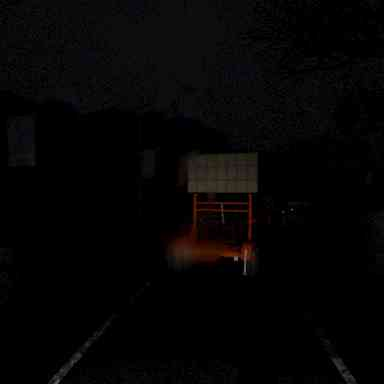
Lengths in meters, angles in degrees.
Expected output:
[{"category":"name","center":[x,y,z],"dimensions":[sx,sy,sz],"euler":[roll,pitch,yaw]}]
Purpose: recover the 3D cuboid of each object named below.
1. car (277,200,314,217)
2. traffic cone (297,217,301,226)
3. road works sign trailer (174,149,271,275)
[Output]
[{"category":"car","center":[9.889,1.539,31.526],"dimensions":[4.674,1.442,1.812],"euler":[0,0,-45]},{"category":"traffic cone","center":[7.166,1.984,22.220],"dimensions":[0.340,0.580,0.340],"euler":[1,0,21]},{"category":"road works sign trailer","center":[1.007,0.462,10.678],"dimensions":[2.380,3.560,2.880],"euler":[0,0,21]}]
